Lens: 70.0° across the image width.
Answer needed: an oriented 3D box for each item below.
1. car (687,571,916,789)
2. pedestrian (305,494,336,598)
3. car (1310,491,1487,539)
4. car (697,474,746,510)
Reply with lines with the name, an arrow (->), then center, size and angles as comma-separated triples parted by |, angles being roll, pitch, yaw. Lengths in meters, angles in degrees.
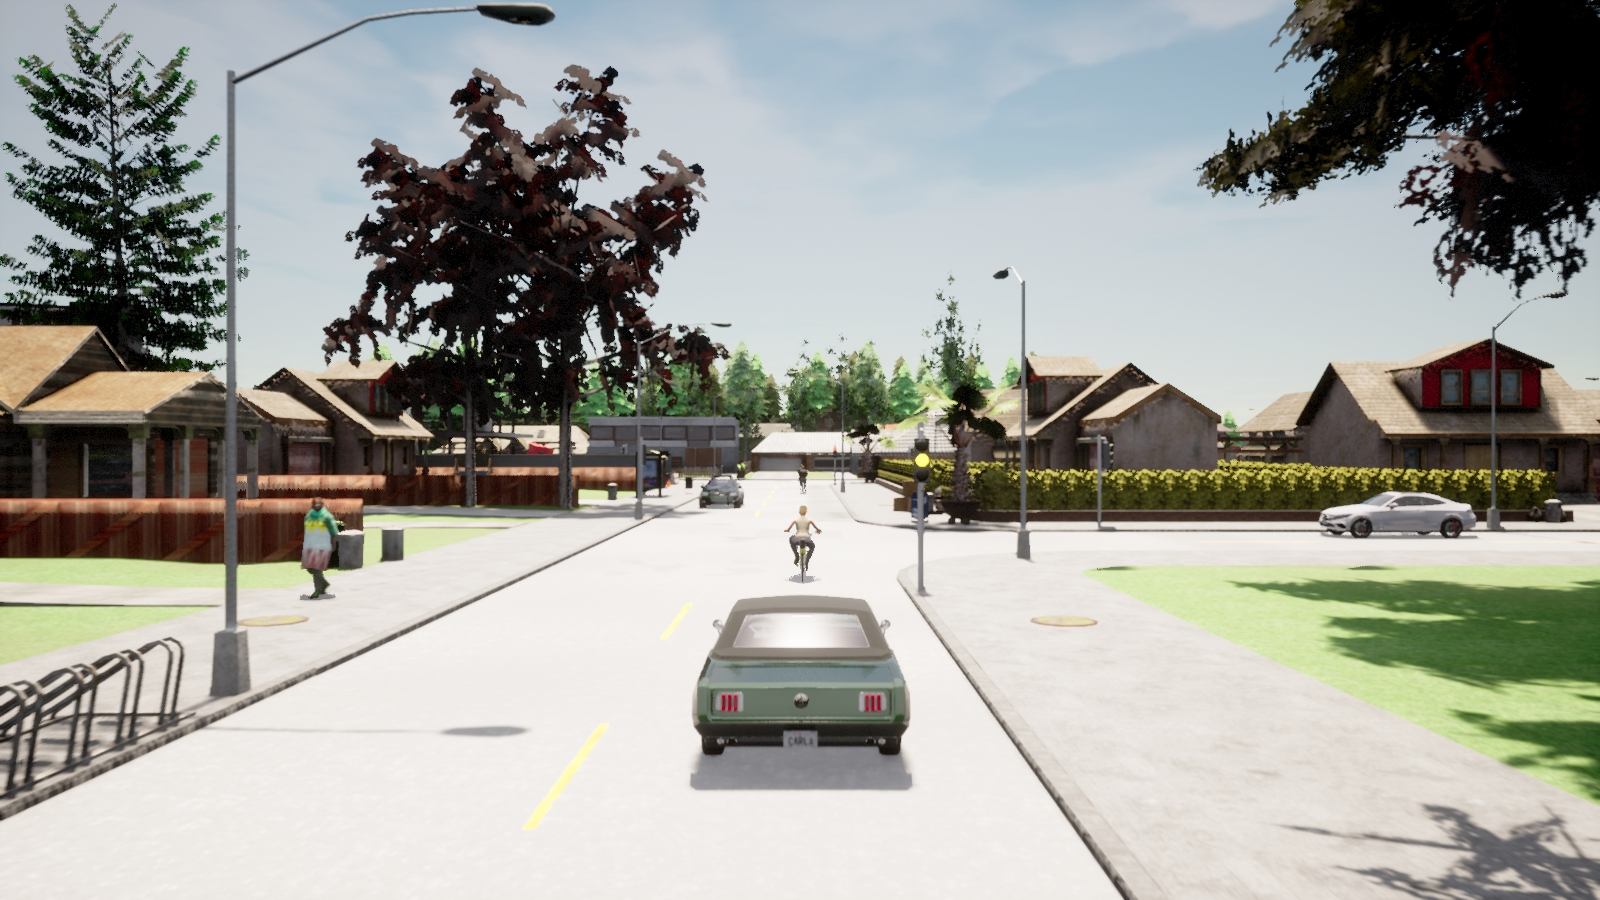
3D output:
car -> 0.015, 2.153, 11.800 | 1.895, 1.301, 4.718 | 0, 0, 0
pedestrian -> -8.745, 1.740, 20.838 | 0.375, 1.860, 0.375 | 0, 0, 8
car -> 19.238, 2.076, 36.858 | 4.674, 1.442, 2.002 | 0, 0, 0
car -> -3.833, 2.030, 56.237 | 2.038, 1.542, 4.974 | 0, 0, 0
